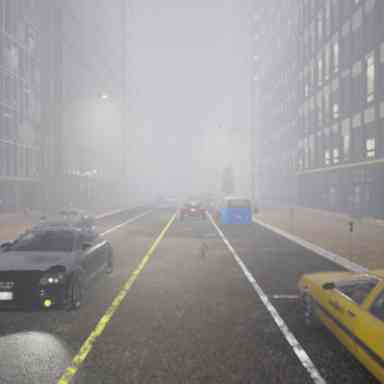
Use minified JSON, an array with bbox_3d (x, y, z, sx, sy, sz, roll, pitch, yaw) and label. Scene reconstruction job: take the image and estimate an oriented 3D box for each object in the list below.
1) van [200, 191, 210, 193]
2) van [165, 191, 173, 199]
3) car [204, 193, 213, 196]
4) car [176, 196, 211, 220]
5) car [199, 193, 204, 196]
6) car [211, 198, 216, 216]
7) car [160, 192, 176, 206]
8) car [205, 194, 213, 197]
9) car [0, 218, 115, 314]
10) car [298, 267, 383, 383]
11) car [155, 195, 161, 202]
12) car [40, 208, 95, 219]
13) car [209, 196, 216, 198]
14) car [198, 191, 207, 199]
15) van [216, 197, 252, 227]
[{"bbox_3d":[2.657,0.949,55.133,1.690,1.788,3.998,0,0,0],"label":"van"},{"bbox_3d":[-5.740,0.706,83.615,1.690,1.788,3.998,0,0,0],"label":"van"},{"bbox_3d":[2.660,1.204,49.437,2.008,1.369,4.403,0,0,0],"label":"car"},{"bbox_3d":[0.083,1.325,26.380,2.163,1.488,4.792,0,0,0],"label":"car"},{"bbox_3d":[0.074,1.211,42.188,2.163,1.488,4.792,0,0,0],"label":"car"},{"bbox_3d":[2.673,1.402,26.648,1.802,1.307,4.206,0,0,0],"label":"car"},{"bbox_3d":[-3.111,1.186,48.450,1.812,1.442,4.674,0,1,0],"label":"car"},{"bbox_3d":[2.666,1.261,38.211,1.752,1.417,4.829,0,0,0],"label":"car"},{"bbox_3d":[-3.105,1.515,7.489,1.994,1.385,4.181,0,0,0],"label":"car"},{"bbox_3d":[2.686,1.499,4.029,1.752,1.417,4.829,0,0,0],"label":"car"},{"bbox_3d":[-5.726,1.142,60.829,1.802,1.307,4.206,0,0,0],"label":"car"},{"bbox_3d":[-5.701,1.450,15.249,2.008,1.369,4.403,0,0,0],"label":"car"},{"bbox_3d":[2.670,1.360,32.345,1.802,1.307,4.206,0,0,0],"label":"car"},{"bbox_3d":[2.641,0.680,83.618,2.192,1.841,5.009,0,1,0],"label":"car"},{"bbox_3d":[2.676,1.202,20.949,1.690,1.788,3.998,0,0,0],"label":"van"}]
